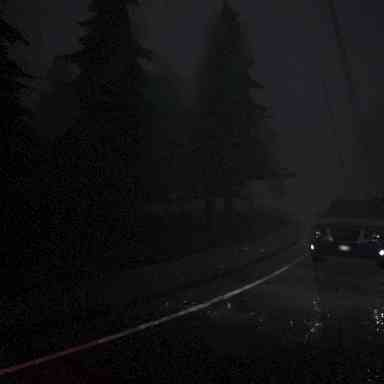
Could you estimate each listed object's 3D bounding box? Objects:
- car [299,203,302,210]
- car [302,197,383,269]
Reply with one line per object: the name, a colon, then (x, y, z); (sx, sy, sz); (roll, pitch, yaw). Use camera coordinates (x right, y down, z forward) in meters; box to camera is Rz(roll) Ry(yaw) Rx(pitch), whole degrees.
car: (14.867, 1.638, 41.287); (1.895, 1.301, 4.718); (-1, 0, 0)
car: (5.818, 1.216, 11.621); (2.150, 2.045, 5.566); (-1, 0, 34)
